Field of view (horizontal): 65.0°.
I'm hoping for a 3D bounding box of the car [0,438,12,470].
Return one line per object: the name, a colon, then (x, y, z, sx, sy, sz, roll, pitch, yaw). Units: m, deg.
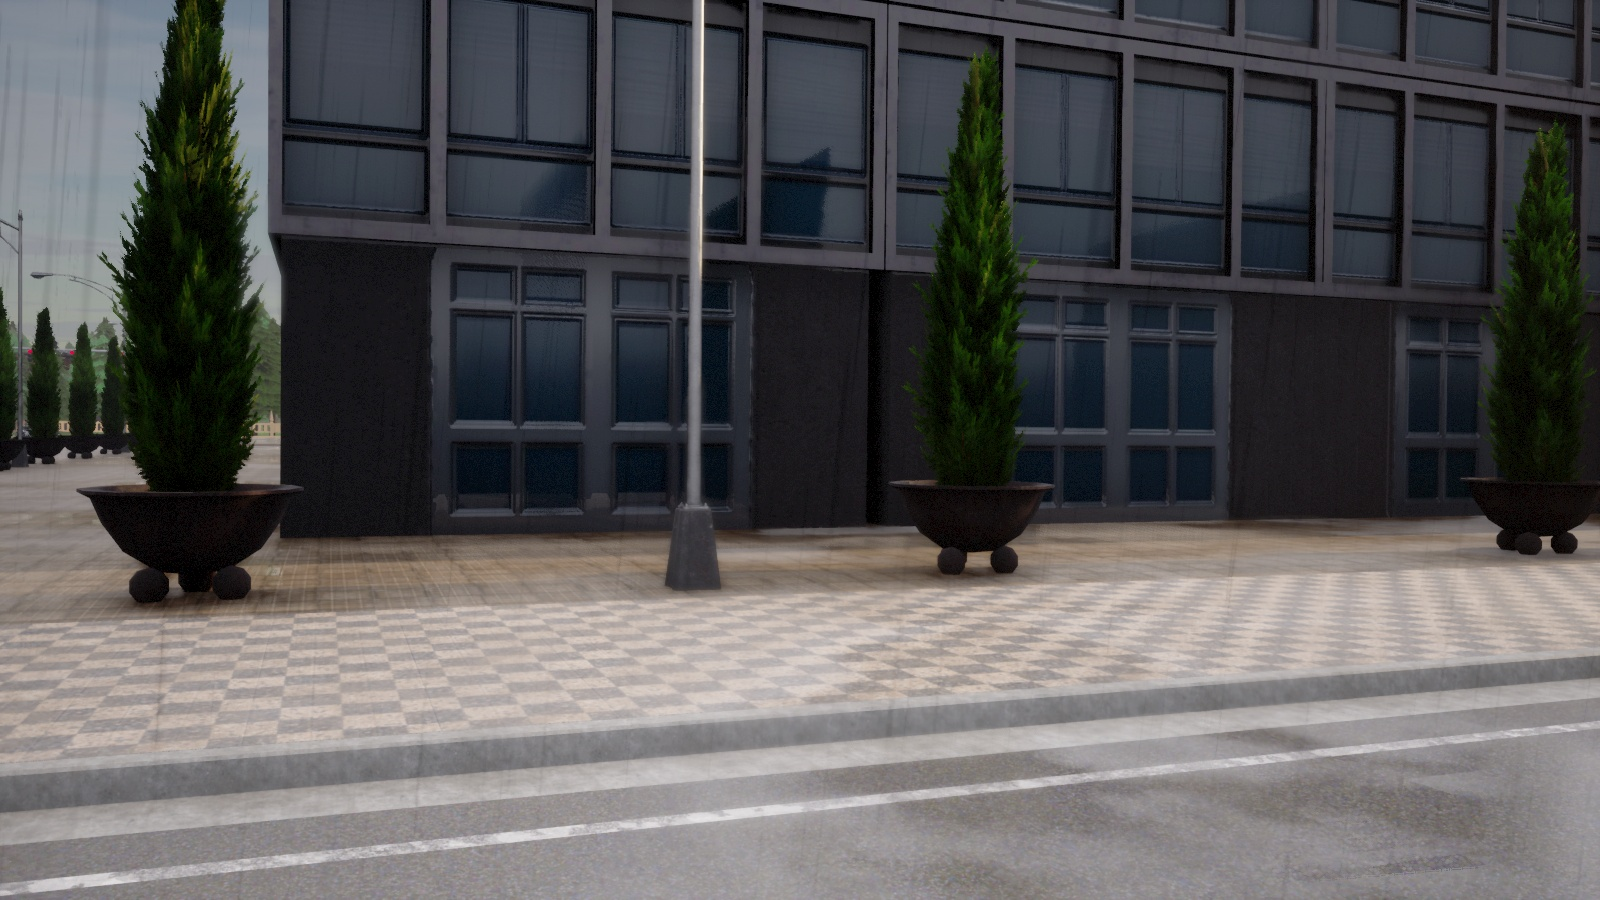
car: (-38.497, 0.209, 58.691, 1.837, 1.490, 4.892, -1, 1, -20)
